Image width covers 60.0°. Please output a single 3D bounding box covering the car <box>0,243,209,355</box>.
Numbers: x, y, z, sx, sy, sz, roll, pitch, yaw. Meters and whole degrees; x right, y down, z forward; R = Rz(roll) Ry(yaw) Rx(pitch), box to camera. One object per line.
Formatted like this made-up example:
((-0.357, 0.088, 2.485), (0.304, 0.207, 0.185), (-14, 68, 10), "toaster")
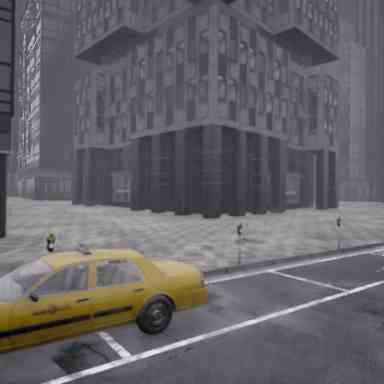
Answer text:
((-1.977, 1.539, 5.236), (4.829, 1.417, 1.752), (1, 0, -36), "car")
